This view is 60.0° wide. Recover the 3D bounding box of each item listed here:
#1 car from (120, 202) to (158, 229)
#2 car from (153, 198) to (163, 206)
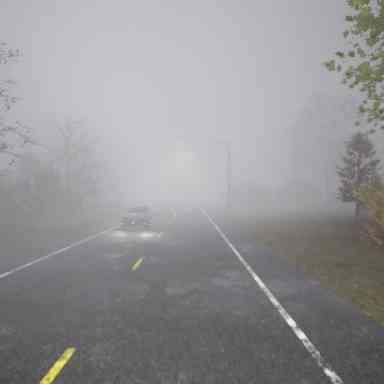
[{"bbox_3d":[-3.665,1.693,23.045,1.837,1.490,4.892,0,0,0],"label":"car"},{"bbox_3d":[-6.753,2.000,65.540,1.812,1.442,4.674,0,0,-5],"label":"car"}]
